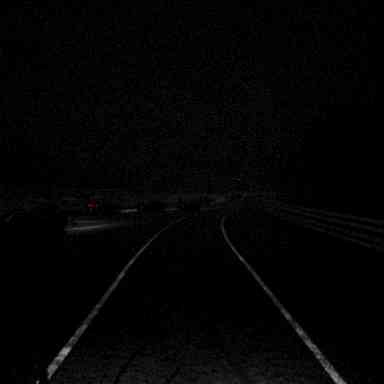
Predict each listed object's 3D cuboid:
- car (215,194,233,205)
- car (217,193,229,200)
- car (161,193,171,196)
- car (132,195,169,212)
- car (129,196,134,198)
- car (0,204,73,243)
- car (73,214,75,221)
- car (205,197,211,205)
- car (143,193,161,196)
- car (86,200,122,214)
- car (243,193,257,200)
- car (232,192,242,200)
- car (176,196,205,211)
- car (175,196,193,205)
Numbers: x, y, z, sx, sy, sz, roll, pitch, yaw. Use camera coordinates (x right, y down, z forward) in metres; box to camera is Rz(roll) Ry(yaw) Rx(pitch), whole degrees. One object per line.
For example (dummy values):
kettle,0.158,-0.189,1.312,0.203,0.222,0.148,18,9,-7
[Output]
car,5.252,1.464,57.807,1.812,1.442,4.674,0,0,19
car,8.348,1.214,88.511,2.097,1.767,4.553,0,0,19
car,-7.310,1.201,85.988,2.150,2.045,5.566,0,0,19
car,-4.746,1.528,39.374,1.882,1.535,5.008,0,0,19
car,-12.418,1.584,71.035,2.033,1.411,5.357,0,0,19
car,-8.709,1.621,16.957,2.128,1.511,4.902,0,0,19
car,-10.276,1.630,23.195,1.837,1.490,4.892,0,0,19
car,1.940,1.508,58.937,2.033,1.411,5.357,0,0,19
car,-9.119,1.247,69.874,2.150,2.045,5.566,0,0,19
car,-9.513,1.583,36.244,2.128,1.511,4.902,0,0,19
car,14.987,1.314,86.289,1.837,1.490,4.892,0,0,19
car,11.686,1.061,87.457,2.150,2.045,5.566,0,0,19
car,-0.270,1.490,41.647,1.882,1.535,5.008,0,0,19
car,-1.371,1.509,60.071,1.812,1.442,4.674,0,0,19
